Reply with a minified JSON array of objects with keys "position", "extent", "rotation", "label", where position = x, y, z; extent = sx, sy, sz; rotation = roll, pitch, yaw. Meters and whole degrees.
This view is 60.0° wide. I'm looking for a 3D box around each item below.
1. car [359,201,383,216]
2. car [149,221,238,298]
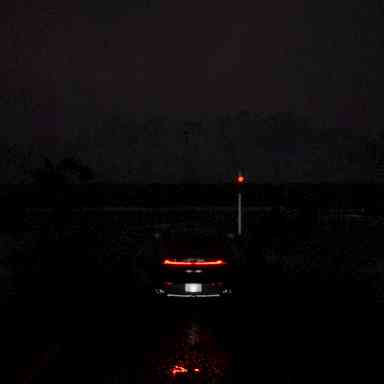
[{"position":[18.203,1.564,31.591],"extent":[4.181,1.385,1.994],"rotation":[0,0,0],"label":"car"},{"position":[0.053,1.505,8.512],"extent":[1.837,1.490,4.892],"rotation":[0,0,1],"label":"car"}]
